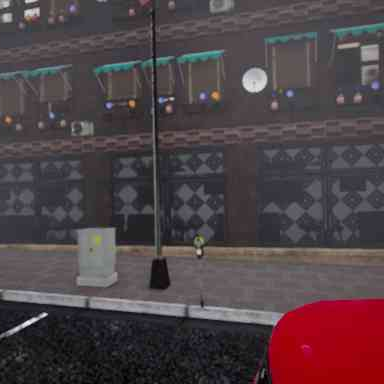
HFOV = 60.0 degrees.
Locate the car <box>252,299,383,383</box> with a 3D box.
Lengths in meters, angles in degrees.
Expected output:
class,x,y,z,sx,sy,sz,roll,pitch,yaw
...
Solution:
class,x,y,z,sx,sy,sz,roll,pitch,yaw
car,3.051,1.223,1.596,5.566,2.045,2.150,0,0,14
